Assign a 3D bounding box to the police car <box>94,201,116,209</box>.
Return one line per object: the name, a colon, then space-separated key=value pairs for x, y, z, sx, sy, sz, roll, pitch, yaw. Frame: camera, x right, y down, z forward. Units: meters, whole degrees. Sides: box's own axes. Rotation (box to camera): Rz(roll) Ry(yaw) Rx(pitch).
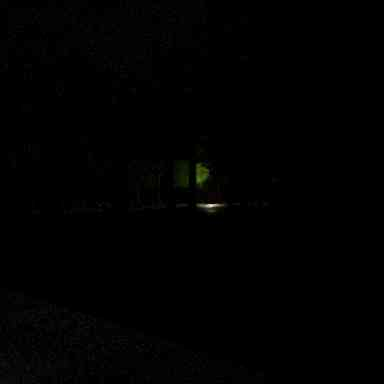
police car: x=-15.617 y=2.384 z=60.822 sx=2.038 sy=1.542 sz=4.974 roll=-2 pitch=-2 yaw=36
